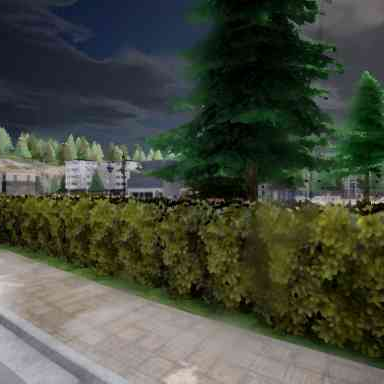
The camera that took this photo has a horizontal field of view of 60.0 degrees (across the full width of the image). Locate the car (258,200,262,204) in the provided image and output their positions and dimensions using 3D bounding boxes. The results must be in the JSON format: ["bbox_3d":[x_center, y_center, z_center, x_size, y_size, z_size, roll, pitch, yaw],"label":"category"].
[{"bbox_3d":[9.644,1.352,44.205,2.097,1.767,4.553,0,0,43],"label":"car"}]

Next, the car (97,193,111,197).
[{"bbox_3d":[-16.701,1.097,68.943,1.932,1.855,4.605,0,0,43],"label":"car"}]

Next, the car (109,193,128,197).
[{"bbox_3d":[-10.572,1.384,52.725,1.970,1.475,3.806,0,0,43],"label":"car"}]

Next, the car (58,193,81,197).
[{"bbox_3d":[-28.382,1.154,79.442,2.152,1.636,5.027,0,0,43],"label":"car"}]

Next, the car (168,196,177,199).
[{"bbox_3d":[-3.305,1.374,56.063,1.845,1.501,3.633,0,0,43],"label":"car"}]
